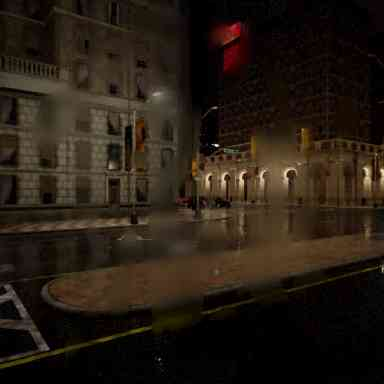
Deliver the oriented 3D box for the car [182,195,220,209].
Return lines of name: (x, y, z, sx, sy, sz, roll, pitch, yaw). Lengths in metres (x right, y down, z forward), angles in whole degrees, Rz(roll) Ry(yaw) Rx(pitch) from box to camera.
car: (1.180, 1.352, 44.981, 2.097, 1.767, 4.553, 0, 0, -35)

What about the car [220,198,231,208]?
car: (3.475, 1.478, 47.786, 1.882, 1.535, 5.008, 0, 0, -36)

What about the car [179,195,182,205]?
car: (-2.273, 1.352, 55.881, 2.097, 1.767, 4.553, 0, 0, -35)
